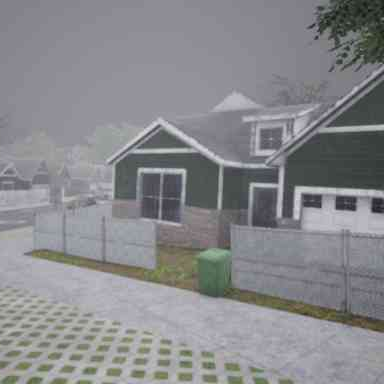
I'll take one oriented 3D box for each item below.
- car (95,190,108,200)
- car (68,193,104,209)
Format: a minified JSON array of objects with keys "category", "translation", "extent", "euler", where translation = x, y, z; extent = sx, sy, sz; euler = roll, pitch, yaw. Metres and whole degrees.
[{"category":"car","translation":[-14.579,0.522,52.988],"extent":[1.837,1.490,4.892],"euler":[3,2,-3]},{"category":"car","translation":[-11.072,1.158,34.324],"extent":[2.033,1.411,5.357],"euler":[3,1,0]}]
